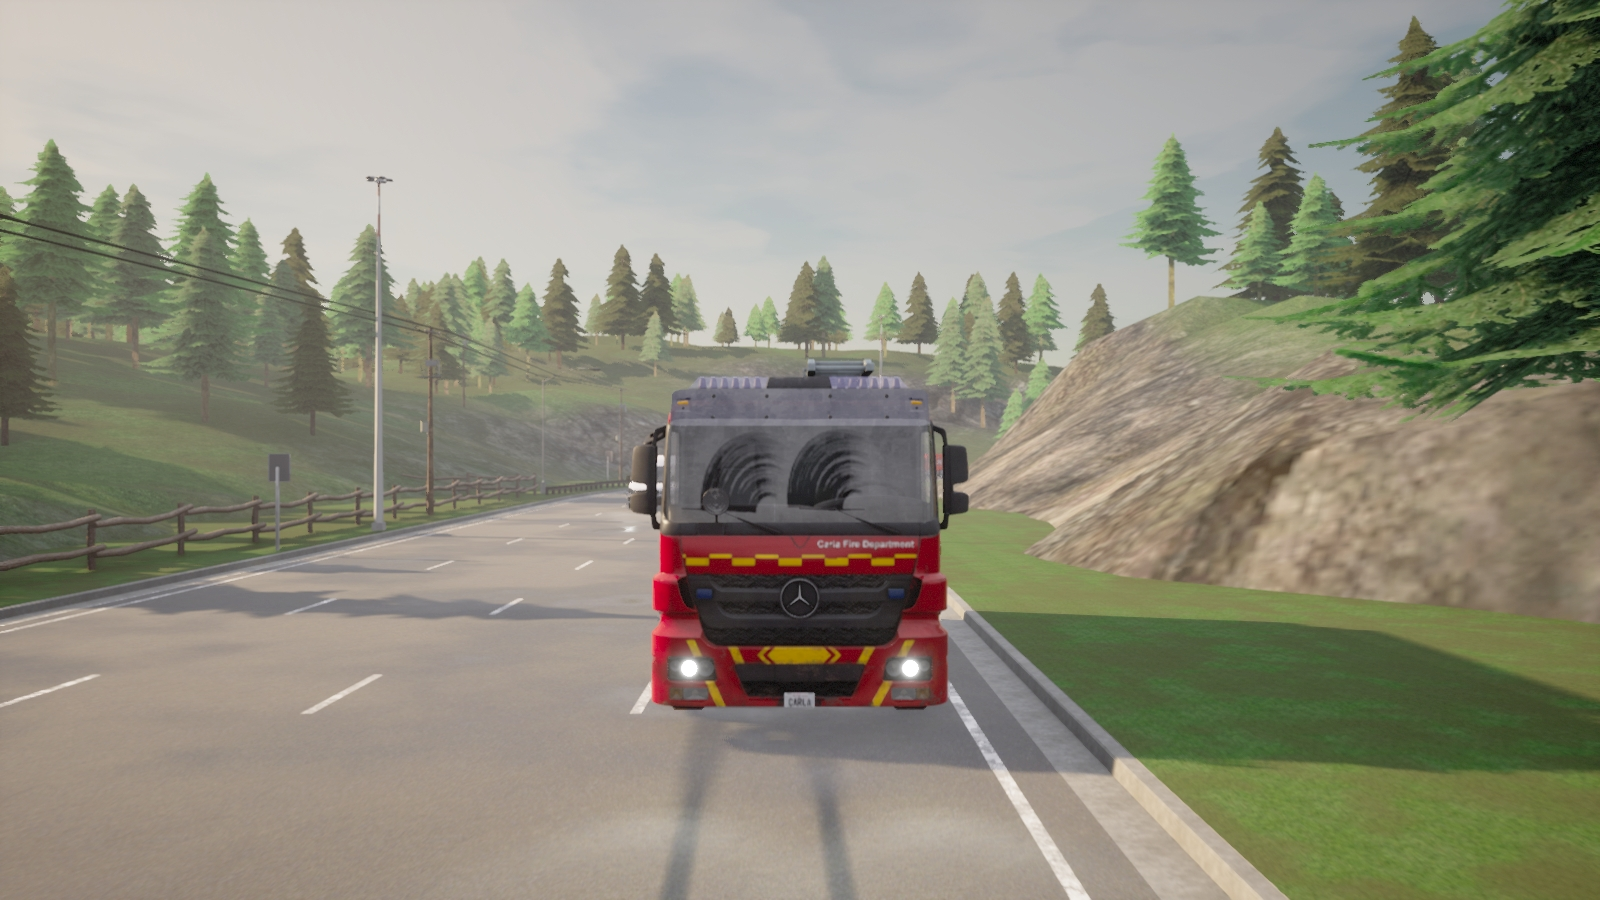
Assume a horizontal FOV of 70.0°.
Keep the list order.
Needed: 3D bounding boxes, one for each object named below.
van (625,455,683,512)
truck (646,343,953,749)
[{"bbox_3d":[-6.974,1.529,55.054,1.988,2.561,5.915,0,0,1],"label":"van"},{"bbox_3d":[-0.005,0.887,14.994,2.891,3.827,8.468,0,0,0],"label":"truck"}]
